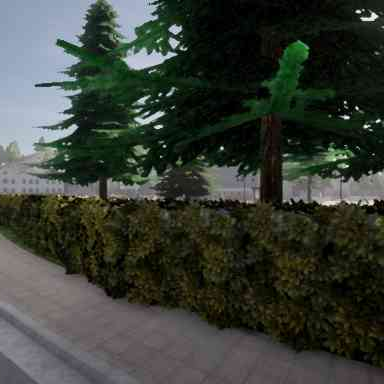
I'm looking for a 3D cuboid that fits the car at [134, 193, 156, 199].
[{"bbox_3d":[-7.932,1.427,60.680,3.806,1.475,1.970,0,0,-36],"label":"car"}]

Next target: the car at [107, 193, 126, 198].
[{"bbox_3d":[-20.364,1.223,90.284,5.027,1.636,2.152,0,0,-36],"label":"car"}]

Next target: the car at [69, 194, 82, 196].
[{"bbox_3d":[-23.853,1.375,64.022,3.633,1.501,1.845,0,0,-36],"label":"car"}]

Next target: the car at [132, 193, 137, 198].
[{"bbox_3d":[-10.881,1.153,77.765,4.605,1.855,1.932,0,0,-36],"label":"car"}]
